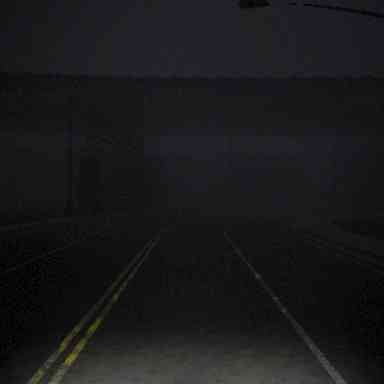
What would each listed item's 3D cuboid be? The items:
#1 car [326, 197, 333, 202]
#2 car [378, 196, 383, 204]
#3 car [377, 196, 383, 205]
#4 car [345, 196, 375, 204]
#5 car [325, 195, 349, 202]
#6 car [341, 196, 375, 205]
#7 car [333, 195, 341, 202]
[{"bbox_3d":[29.819,1.510,76.955,4.974,1.542,2.038,0,0,-39],"label":"car"},{"bbox_3d":[32.416,1.337,55.975,1.853,1.218,4.536,0,0,31],"label":"car"},{"bbox_3d":[32.390,1.494,55.930,2.038,1.542,4.974,0,0,31],"label":"car"},{"bbox_3d":[29.327,1.339,58.142,1.853,1.218,4.536,0,0,-29],"label":"car"},{"bbox_3d":[33.827,1.511,77.696,2.038,1.542,4.974,0,0,-34],"label":"car"},{"bbox_3d":[29.352,1.496,58.097,2.038,1.542,4.974,0,0,-29],"label":"car"},{"bbox_3d":[33.856,1.353,77.653,1.853,1.218,4.536,0,0,-34],"label":"car"}]
